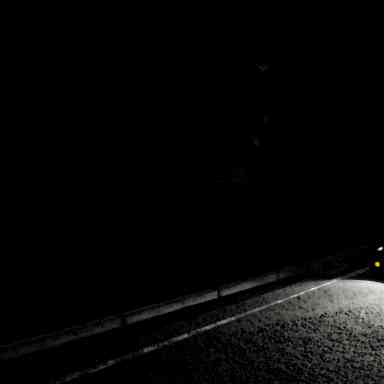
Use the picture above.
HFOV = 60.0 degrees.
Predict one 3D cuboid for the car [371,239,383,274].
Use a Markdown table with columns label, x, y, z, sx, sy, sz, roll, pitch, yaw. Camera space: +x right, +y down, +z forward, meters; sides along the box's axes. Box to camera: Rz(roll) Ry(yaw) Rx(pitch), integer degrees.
| label | x | y | z | sx | sy | sz | roll | pitch | yaw |
| --- | --- | --- | --- | --- | --- | --- | --- | --- | --- |
| car | 6.265 | 1.309 | 8.386 | 4.181 | 1.385 | 1.994 | -2 | 1 | -39 |
